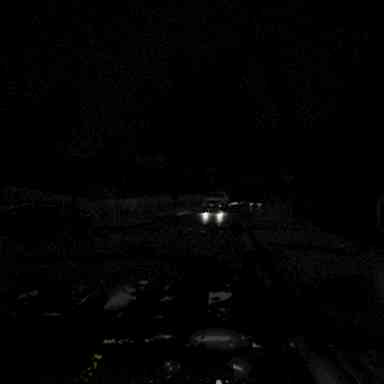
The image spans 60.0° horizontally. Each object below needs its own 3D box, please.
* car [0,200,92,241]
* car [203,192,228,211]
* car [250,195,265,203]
[{"bbox_3d":[-6.623,1.103,13.573,4.902,1.511,2.128,2,2,-16],"label":"car"},{"bbox_3d":[2.781,1.013,37.972,2.150,2.045,5.566,0,1,15],"label":"car"},{"bbox_3d":[12.318,1.308,62.351,1.837,1.490,4.892,0,0,26],"label":"car"}]
